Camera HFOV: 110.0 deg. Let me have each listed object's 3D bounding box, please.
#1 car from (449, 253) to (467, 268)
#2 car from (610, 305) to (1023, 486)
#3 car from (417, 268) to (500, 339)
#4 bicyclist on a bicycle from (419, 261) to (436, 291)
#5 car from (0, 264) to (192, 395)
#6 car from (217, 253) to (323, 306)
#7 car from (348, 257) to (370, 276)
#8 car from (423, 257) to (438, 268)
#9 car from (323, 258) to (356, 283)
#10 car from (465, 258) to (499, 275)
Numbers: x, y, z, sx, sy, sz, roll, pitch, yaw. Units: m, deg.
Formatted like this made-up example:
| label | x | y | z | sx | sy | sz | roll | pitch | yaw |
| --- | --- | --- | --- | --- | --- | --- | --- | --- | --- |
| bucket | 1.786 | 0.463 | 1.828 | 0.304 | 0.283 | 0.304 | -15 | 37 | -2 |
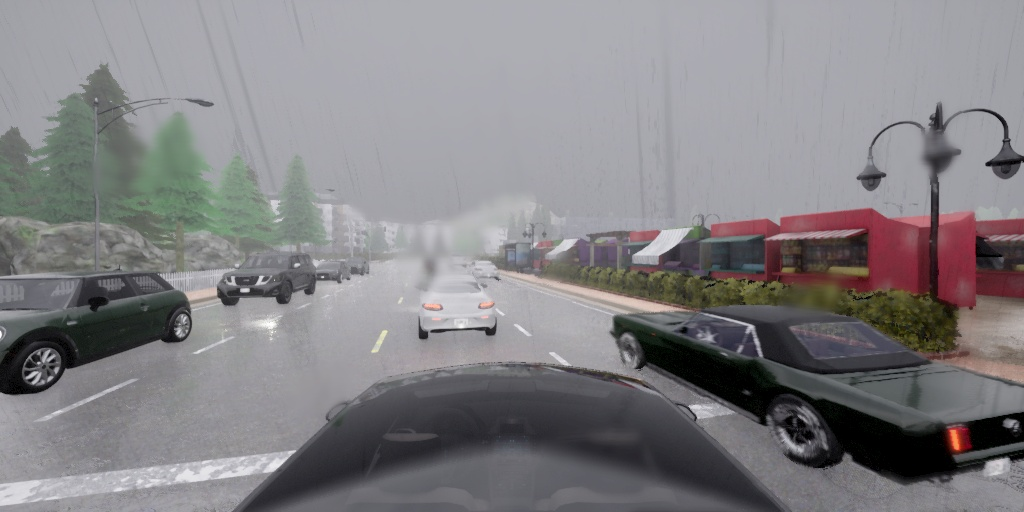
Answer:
| label | x | y | z | sx | sy | sz | roll | pitch | yaw |
| --- | --- | --- | --- | --- | --- | --- | --- | --- | --- |
| car | -7.038 | 0.645 | 47.245 | 2.150 | 2.045 | 5.566 | 0 | 0 | -14 |
| car | 3.270 | 1.339 | 4.962 | 1.895 | 1.301 | 4.718 | 0 | 1 | -14 |
| car | -1.602 | 1.224 | 9.896 | 1.812 | 1.442 | 4.674 | 0 | 0 | -13 |
| bicyclist on a bicycle | -4.568 | 1.079 | 19.707 | 0.582 | 1.620 | 1.656 | 0 | 1 | 24 |
| car | -8.096 | 1.076 | 6.311 | 2.097 | 1.767 | 4.553 | 0 | 0 | -13 |
| car | -10.366 | 0.876 | 15.728 | 2.150 | 2.045 | 5.566 | 0 | 0 | -14 |
| car | -14.632 | 0.877 | 33.311 | 2.097 | 1.767 | 4.553 | 0 | 0 | -13 |
| car | -11.532 | 0.901 | 50.815 | 1.837 | 1.490 | 4.892 | 0 | 0 | -13 |
| car | -12.704 | 1.088 | 25.338 | 1.837 | 1.490 | 4.892 | 0 | 0 | -14 |
| car | -2.209 | 1.095 | 27.499 | 1.812 | 1.442 | 4.674 | 0 | 0 | -14 |
